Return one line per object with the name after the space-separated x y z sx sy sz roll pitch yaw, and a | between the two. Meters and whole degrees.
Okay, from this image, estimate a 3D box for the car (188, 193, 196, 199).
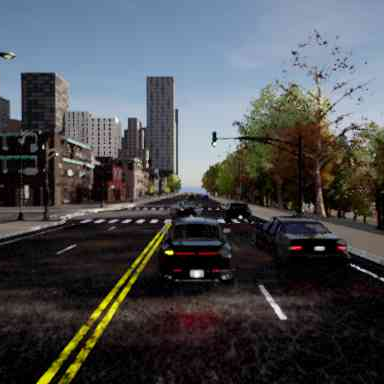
-0.015 1.146 90.248 1.882 1.535 5.008 0 0 0 | car

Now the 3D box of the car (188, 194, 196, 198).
-0.014 1.372 80.247 1.812 1.442 4.674 0 0 0 | car

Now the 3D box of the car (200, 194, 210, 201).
3.236 1.372 80.248 1.812 1.442 4.674 0 0 0 | car

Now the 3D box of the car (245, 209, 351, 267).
3.348 1.528 11.244 2.033 1.411 5.357 0 0 0 | car

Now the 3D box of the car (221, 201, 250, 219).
3.346 1.464 25.348 1.837 1.490 4.892 0 0 0 | car

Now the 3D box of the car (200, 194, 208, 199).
3.235 1.208 90.249 2.033 1.411 5.357 0 0 0 | car

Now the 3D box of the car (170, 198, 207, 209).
-0.527 1.449 25.592 2.128 1.511 4.902 0 0 -10 | car

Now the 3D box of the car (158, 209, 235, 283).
0.101 1.491 9.601 1.837 1.490 4.892 0 1 0 | car
